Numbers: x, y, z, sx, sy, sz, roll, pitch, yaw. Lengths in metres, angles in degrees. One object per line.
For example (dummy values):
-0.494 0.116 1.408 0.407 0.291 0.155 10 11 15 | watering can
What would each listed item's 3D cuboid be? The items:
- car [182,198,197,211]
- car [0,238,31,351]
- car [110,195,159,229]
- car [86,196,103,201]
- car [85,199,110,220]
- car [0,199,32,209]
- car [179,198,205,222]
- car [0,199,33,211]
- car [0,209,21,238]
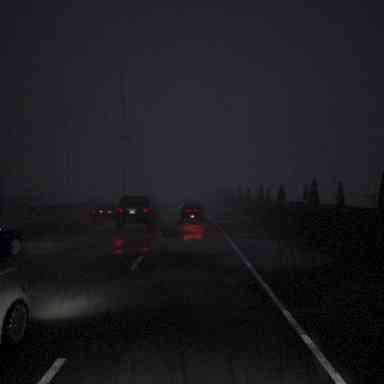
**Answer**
-0.393 1.538 42.584 1.812 1.442 4.674 0 0 -2 | car
-3.399 1.527 3.226 1.812 1.442 4.674 0 0 0 | car
-3.428 1.228 21.636 2.150 2.045 5.566 0 0 0 | car
-14.738 1.365 50.605 2.097 1.767 4.553 0 0 -1 | car
-7.015 1.555 28.010 2.033 1.411 5.357 0 0 -1 | car
-17.796 1.557 33.002 2.033 1.411 5.357 0 0 -1 | car
-0.001 1.514 26.757 1.837 1.490 4.892 0 0 -1 | car
-21.500 1.576 40.785 1.994 1.385 4.181 0 0 -1 | car
-6.898 1.480 9.657 1.882 1.535 5.008 0 0 0 | car
